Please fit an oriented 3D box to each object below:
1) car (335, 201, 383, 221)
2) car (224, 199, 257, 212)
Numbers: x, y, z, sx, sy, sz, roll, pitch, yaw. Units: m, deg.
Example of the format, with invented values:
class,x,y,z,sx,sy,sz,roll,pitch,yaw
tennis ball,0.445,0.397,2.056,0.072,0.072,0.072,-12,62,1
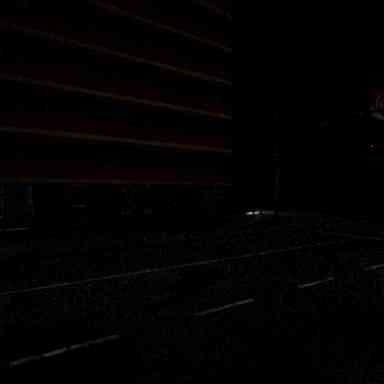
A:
class,x,y,z,sx,sy,sz,roll,pitch,yaw
car,14.178,1.487,27.052,2.128,1.511,4.902,0,0,-36
car,5.602,1.560,38.873,1.994,1.385,4.181,0,0,-36
